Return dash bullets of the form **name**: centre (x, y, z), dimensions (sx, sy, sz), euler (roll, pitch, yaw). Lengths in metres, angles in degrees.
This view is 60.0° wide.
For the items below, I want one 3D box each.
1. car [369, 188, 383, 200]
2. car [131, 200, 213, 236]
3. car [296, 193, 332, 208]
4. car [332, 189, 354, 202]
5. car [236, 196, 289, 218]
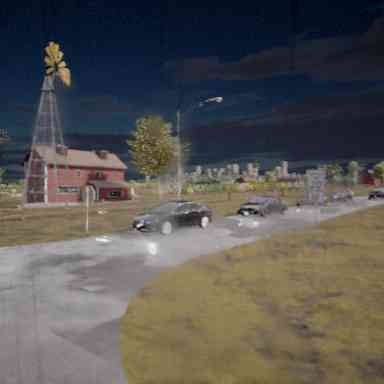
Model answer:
- **car**: centre (24.402, 0.240, 43.317), dimensions (1.837, 1.490, 4.892), euler (1, 2, 39)
- **car**: centre (-0.889, 1.229, 17.035), dimensions (1.837, 1.490, 4.892), euler (1, 2, 40)
- **car**: centre (11.676, 0.744, 32.372), dimensions (1.994, 1.385, 4.181), euler (1, 2, 39)
- **car**: centre (18.135, 0.385, 40.231), dimensions (2.128, 1.511, 4.902), euler (1, 2, 39)
- **car**: centre (5.369, 1.003, 24.654), dimensions (2.033, 1.411, 5.357), euler (1, 2, 39)
